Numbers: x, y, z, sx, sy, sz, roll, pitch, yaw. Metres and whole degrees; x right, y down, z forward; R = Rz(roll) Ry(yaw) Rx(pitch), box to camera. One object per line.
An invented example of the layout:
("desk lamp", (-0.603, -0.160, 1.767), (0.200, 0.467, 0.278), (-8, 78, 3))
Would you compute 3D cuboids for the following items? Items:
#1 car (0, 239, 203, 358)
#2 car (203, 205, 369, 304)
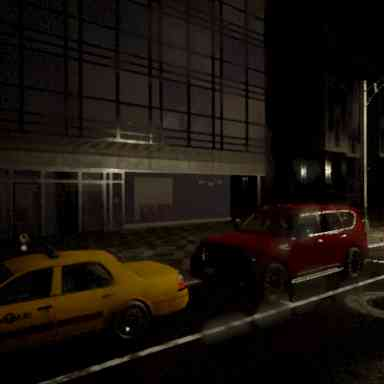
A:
("car", (-2.340, 1.521, 4.864), (4.829, 1.417, 1.752), (0, 0, -35))
("car", (2.386, 1.280, 8.236), (5.009, 1.841, 2.192), (0, 0, -35))
